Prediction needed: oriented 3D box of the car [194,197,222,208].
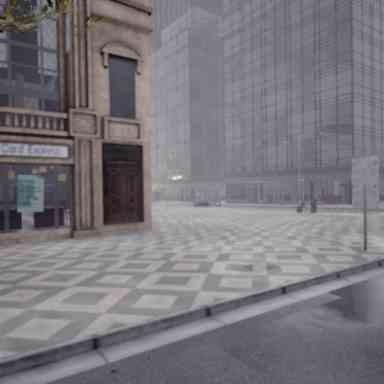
[{"bbox_3d":[2.161,1.483,46.839,2.128,1.511,4.902,-1,0,-35],"label":"car"}]
